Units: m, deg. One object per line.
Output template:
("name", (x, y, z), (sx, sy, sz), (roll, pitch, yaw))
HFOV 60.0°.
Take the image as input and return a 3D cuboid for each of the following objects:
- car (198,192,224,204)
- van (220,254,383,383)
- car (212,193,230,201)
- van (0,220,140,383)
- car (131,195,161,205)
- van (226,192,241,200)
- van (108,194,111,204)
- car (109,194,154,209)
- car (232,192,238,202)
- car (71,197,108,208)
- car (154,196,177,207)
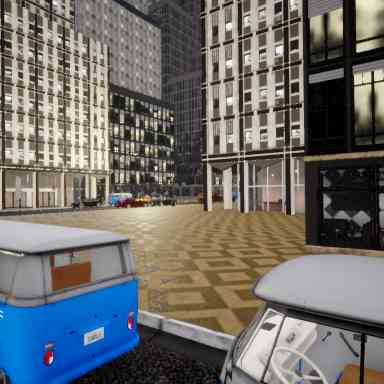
("car", (2.963, 0.909, 52.525), (2.192, 1.841, 5.009), (0, 0, 36))
("van", (1.964, 1.341, 1.486), (3.998, 1.788, 1.690), (0, -1, 36))
("car", (6.193, 1.017, 71.098), (1.967, 1.590, 4.097), (0, 0, 36))
("van", (-2.574, 1.342, 4.728), (3.998, 1.788, 1.690), (0, -1, 36))
("car", (-7.249, 1.279, 52.768), (1.752, 1.417, 4.829), (0, 0, 36))
("van", (9.527, 0.872, 75.647), (1.690, 1.788, 3.998), (0, 0, 36))
("van", (-10.485, 1.136, 48.356), (1.690, 1.788, 3.998), (0, 0, 36))
("car", (-7.037, 1.267, 38.886), (1.887, 1.381, 4.507), (0, 0, 36))
("car", (6.299, 1.101, 57.072), (2.008, 1.369, 4.403), (0, 0, 36))
("car", (-13.819, 1.404, 43.808), (1.947, 1.339, 4.313), (0, 0, 36))
("car", (-3.704, 1.231, 43.433), (2.008, 1.369, 4.403), (0, 0, 36))
